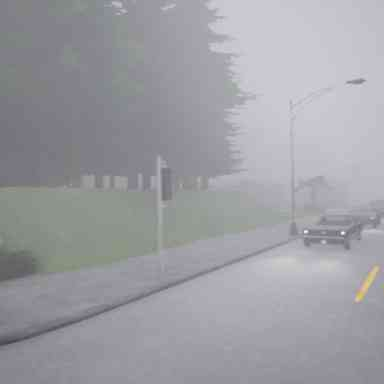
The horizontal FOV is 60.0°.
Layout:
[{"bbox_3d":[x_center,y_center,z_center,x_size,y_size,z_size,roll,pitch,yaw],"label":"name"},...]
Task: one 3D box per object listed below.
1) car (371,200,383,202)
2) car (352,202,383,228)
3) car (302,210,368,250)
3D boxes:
[{"bbox_3d":[17.979,1.529,32.002,2.097,1.767,4.553,-2,-1,34],"label":"car"},{"bbox_3d":[12.276,1.678,23.644,1.812,1.442,4.674,-2,-1,35],"label":"car"},{"bbox_3d":[6.581,1.730,15.337,1.895,1.301,4.718,-2,-1,34],"label":"car"}]
